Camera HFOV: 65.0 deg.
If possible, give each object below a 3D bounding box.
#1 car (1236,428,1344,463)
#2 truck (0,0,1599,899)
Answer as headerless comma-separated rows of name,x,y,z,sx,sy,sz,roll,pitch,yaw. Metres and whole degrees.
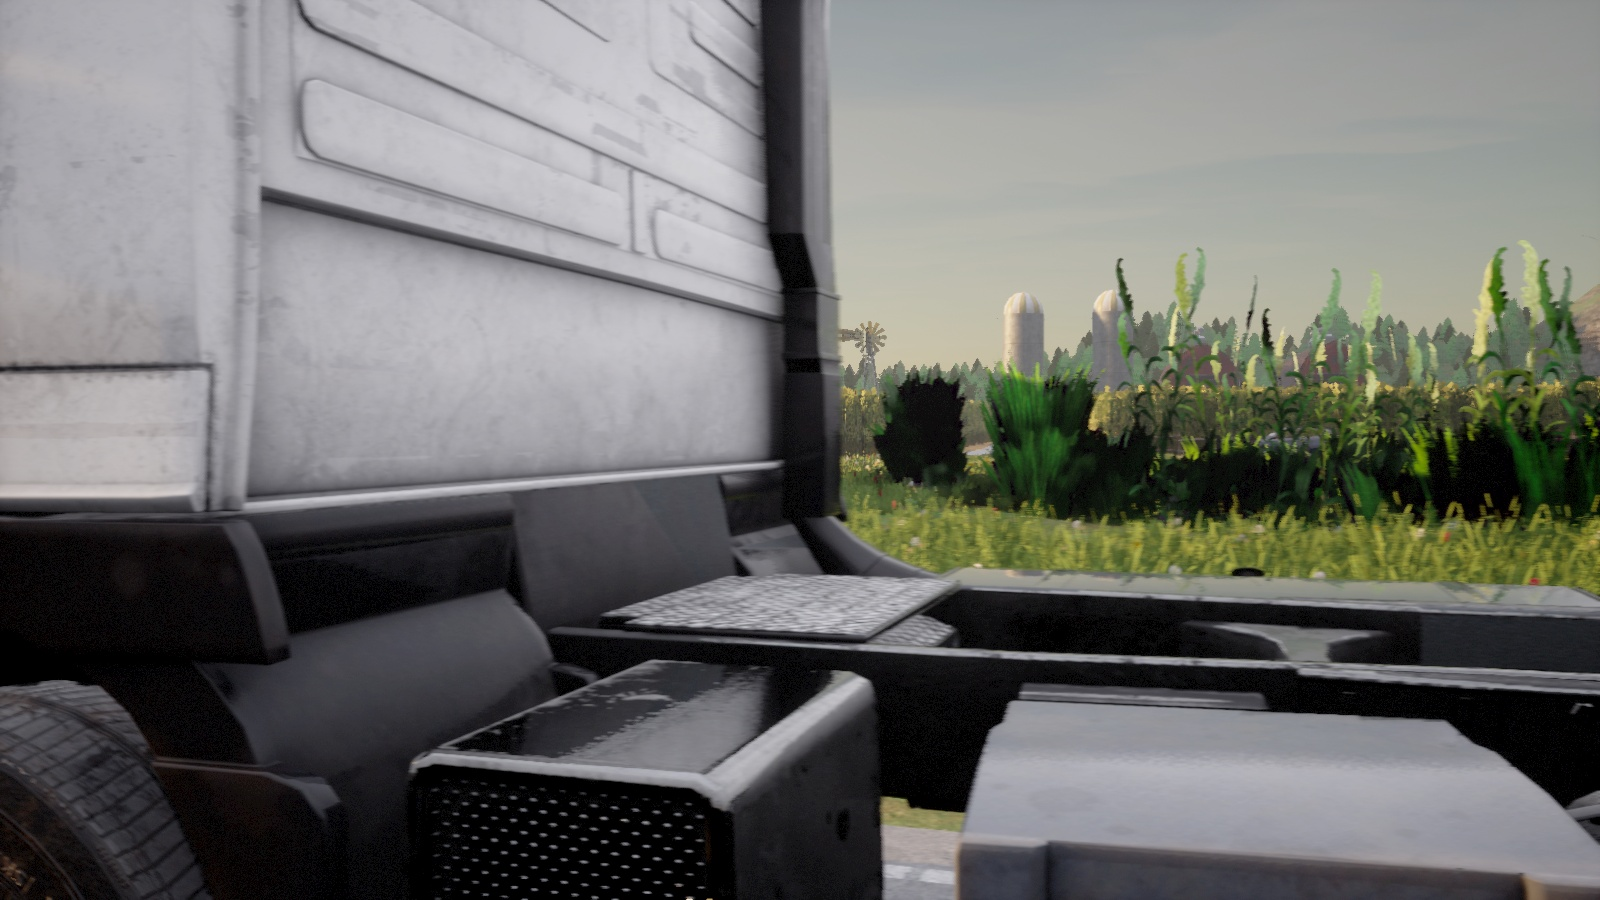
car,23.858,-0.223,61.309,4.611,1.667,2.242,0,1,13
truck,1.192,-0.190,2.461,7.936,3.462,2.891,1,1,19
